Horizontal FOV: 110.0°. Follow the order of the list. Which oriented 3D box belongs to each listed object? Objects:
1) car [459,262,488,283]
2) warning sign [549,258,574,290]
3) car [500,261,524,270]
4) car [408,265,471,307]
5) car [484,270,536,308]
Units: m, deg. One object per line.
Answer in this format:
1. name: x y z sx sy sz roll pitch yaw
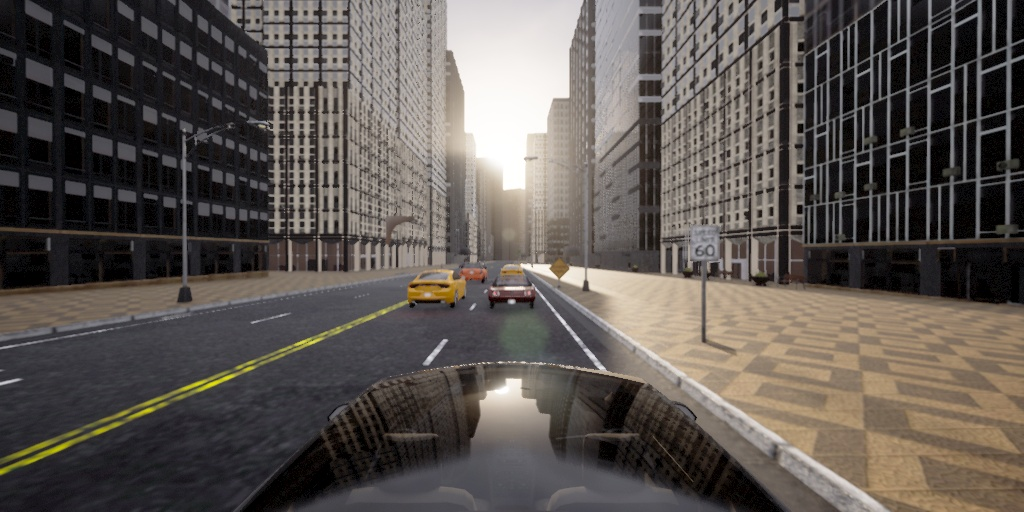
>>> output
1. car: -3.255 1.367 30.919 2.097 1.767 4.553 0 -1 0
2. warning sign: 2.845 1.047 21.668 1.300 1.860 1.060 0 0 0
3. car: -0.001 1.498 31.308 1.882 1.535 5.008 0 0 0
4. car: -3.247 1.361 16.316 1.882 1.535 5.008 0 0 0
5. car: -0.002 1.480 15.945 1.895 1.301 4.718 0 0 0
